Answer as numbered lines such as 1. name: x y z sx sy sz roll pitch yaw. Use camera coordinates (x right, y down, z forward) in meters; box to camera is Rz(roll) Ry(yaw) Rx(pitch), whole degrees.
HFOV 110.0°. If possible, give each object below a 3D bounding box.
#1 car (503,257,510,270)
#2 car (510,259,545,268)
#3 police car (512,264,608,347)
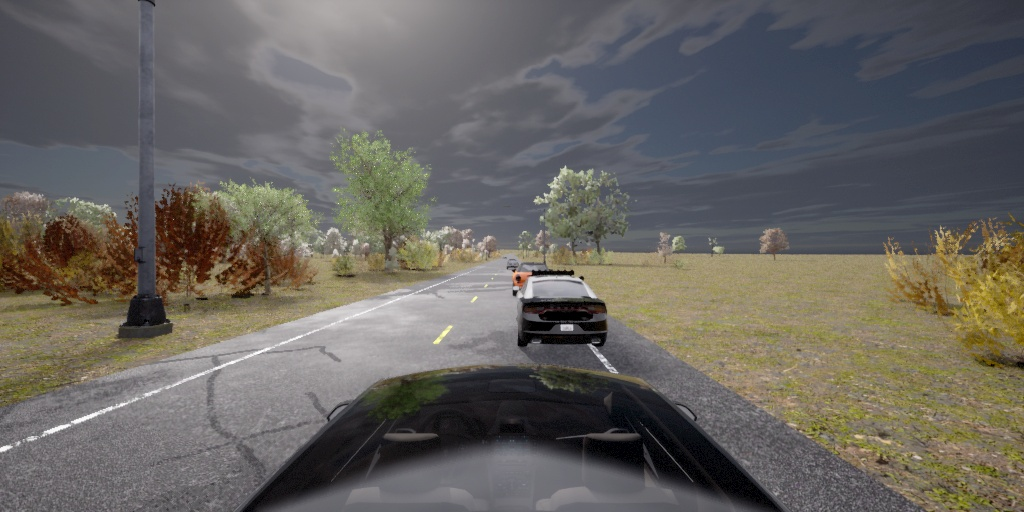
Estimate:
1. car: 0.123 1.246 52.928 2.033 1.411 5.357 0 0 0
2. car: 1.068 1.095 19.338 2.097 1.767 4.553 0 0 0
3. police car: 1.059 1.173 9.477 1.930 1.638 5.238 0 0 0
